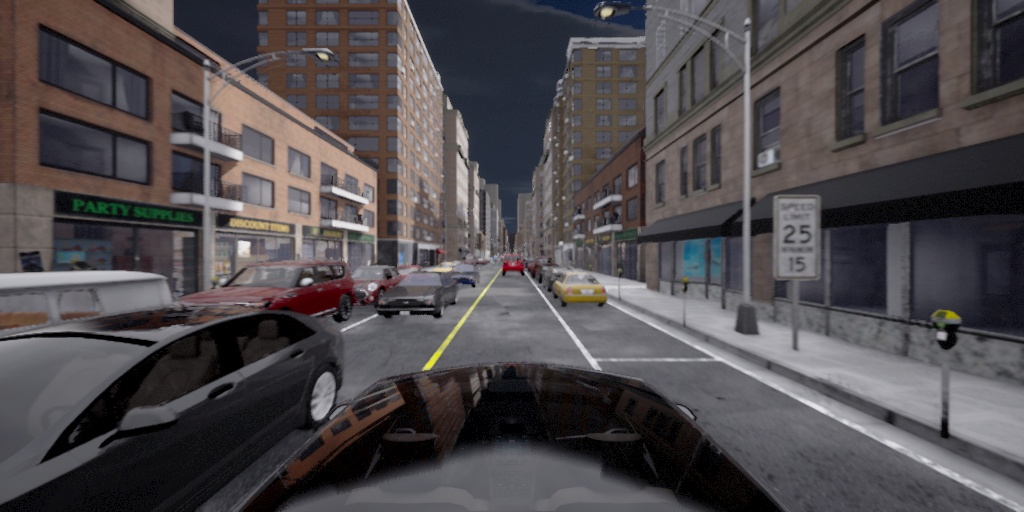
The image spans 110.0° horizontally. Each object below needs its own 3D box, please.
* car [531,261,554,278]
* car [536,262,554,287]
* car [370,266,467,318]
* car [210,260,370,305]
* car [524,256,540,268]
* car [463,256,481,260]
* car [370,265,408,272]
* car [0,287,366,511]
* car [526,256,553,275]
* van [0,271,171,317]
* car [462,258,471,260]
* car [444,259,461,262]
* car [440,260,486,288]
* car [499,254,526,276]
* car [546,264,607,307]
[{"bbox_3d":[2.682,1.224,26.085,1.948,1.339,4.313,0,0,0],"label":"car"},{"bbox_3d":[2.679,1.230,20.491,2.007,1.370,4.403,0,0,0],"label":"car"},{"bbox_3d":[-3.097,1.256,13.029,2.033,1.411,5.357,0,0,0],"label":"car"},{"bbox_3d":[-5.853,1.037,9.282,2.192,1.841,5.009,0,0,0],"label":"car"},{"bbox_3d":[3.028,0.904,54.628,2.097,1.767,4.553,0,0,0],"label":"car"},{"bbox_3d":[-5.832,0.890,48.452,2.192,1.841,5.009,0,0,0],"label":"car"},{"bbox_3d":[-5.850,1.141,14.877,1.967,1.591,4.097,0,0,0],"label":"car"},{"bbox_3d":[-3.099,1.251,2.809,1.837,1.490,4.892,0,0,0],"label":"car"},{"bbox_3d":[2.685,0.952,31.679,2.192,1.841,5.009,0,0,0],"label":"car"},{"bbox_3d":[-5.856,1.084,3.685,1.690,1.789,3.998,0,0,0],"label":"van"},{"bbox_3d":[-5.838,1.168,37.261,2.007,1.370,4.403,0,0,0],"label":"car"},{"bbox_3d":[-5.841,1.164,31.495,1.751,1.417,4.829,0,0,0],"label":"car"},{"bbox_3d":[-3.084,1.216,23.517,2.033,1.411,5.357,0,0,0],"label":"car"},{"bbox_3d":[0.117,0.845,35.828,2.150,2.045,5.566,0,0,0],"label":"car"},{"bbox_3d":[2.676,1.226,15.066,1.751,1.417,4.829,0,0,0],"label":"car"}]
